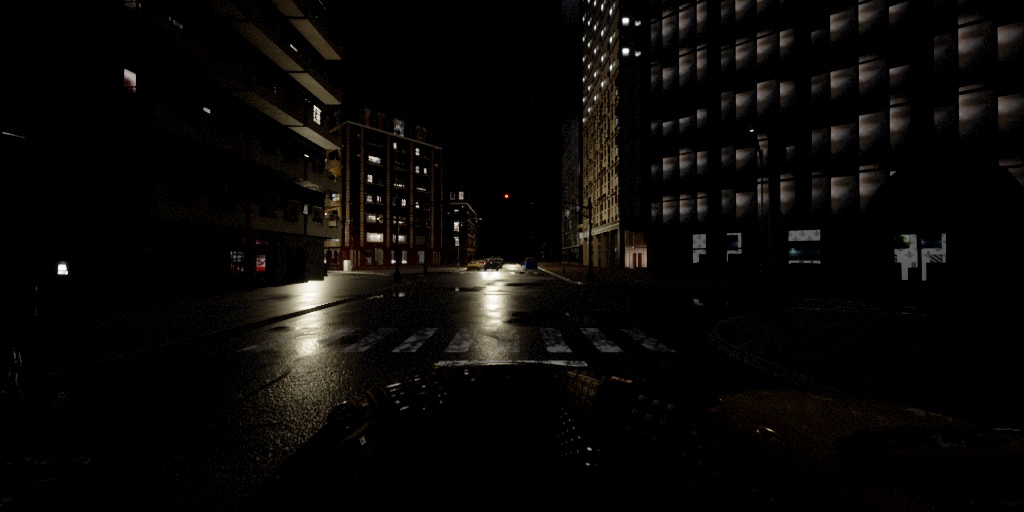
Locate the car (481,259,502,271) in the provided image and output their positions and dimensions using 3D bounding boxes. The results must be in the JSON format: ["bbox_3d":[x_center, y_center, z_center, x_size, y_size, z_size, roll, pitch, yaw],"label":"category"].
[{"bbox_3d":[-2.800,1.394,49.229,1.895,1.301,4.718,0,0,0],"label":"car"}]

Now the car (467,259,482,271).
[{"bbox_3d":[-5.267,1.320,49.906,1.751,1.417,4.829,0,0,0],"label":"car"}]

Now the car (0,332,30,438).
[{"bbox_3d":[-5.318,1.065,1.076,2.192,1.841,5.009,0,0,0],"label":"car"}]

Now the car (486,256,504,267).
[{"bbox_3d":[-2.779,1.035,59.153,2.150,2.045,5.566,0,0,0],"label":"car"}]

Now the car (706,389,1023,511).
[{"bbox_3d":[2.563,1.275,1.244,1.751,1.417,4.829,0,0,0],"label":"car"}]

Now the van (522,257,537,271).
[{"bbox_3d":[2.614,1.135,50.067,1.690,1.789,3.998,0,0,0],"label":"van"}]
